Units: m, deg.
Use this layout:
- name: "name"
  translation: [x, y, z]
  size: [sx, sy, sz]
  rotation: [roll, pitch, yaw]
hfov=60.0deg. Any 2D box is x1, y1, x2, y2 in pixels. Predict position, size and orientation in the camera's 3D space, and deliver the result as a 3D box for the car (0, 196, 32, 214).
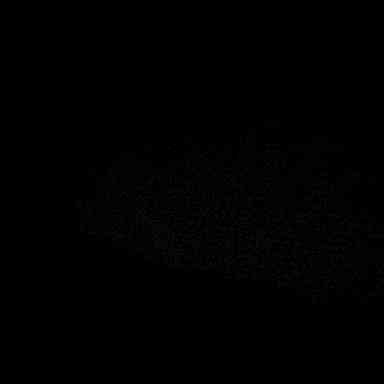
- name: "car"
  translation: [-20.339, 1.456, 38.510]
  size: [2.150, 2.045, 5.566]
  rotation: [0, -1, -12]
